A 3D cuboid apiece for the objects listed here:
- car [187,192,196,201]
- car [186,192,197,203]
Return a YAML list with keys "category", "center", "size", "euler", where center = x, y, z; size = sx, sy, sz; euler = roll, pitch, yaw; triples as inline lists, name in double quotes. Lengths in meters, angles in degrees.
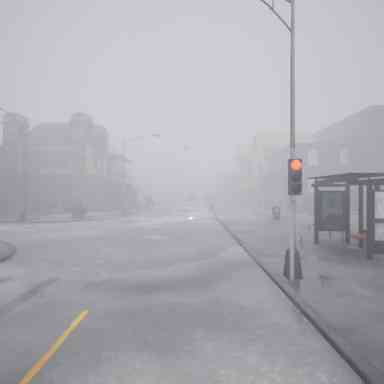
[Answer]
- category: "car"
  center: [-0.076, 1.057, 77.277]
  size: [2.150, 2.045, 5.566]
  euler: [0, 0, 0]
- category: "car"
  center: [-0.066, 1.352, 67.214]
  size: [2.097, 1.767, 4.553]
  euler: [0, 0, 0]
